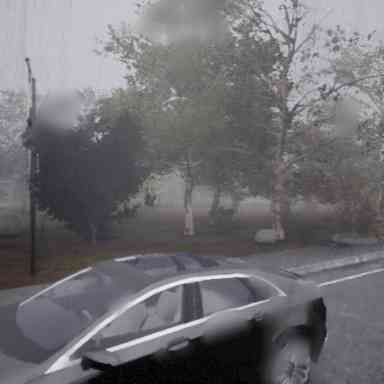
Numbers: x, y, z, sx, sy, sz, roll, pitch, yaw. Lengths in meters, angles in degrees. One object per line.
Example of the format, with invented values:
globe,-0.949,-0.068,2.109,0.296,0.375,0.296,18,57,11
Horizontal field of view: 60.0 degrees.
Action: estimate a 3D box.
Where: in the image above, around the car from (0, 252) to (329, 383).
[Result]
car,-0.580,1.489,3.489,4.902,1.511,2.128,0,0,-35
